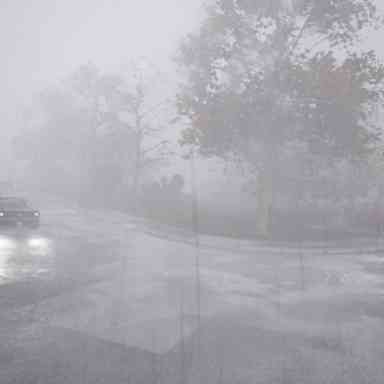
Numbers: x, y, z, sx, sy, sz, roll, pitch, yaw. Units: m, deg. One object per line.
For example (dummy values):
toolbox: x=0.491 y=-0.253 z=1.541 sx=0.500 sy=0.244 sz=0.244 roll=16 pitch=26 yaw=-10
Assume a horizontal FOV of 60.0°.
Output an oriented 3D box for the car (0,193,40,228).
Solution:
car: x=-9.191 y=0.987 z=16.965 sx=1.895 sy=1.301 sz=4.718 roll=3 pitch=1 yaw=-37

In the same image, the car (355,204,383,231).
car: x=15.388 y=1.922 z=25.016 sx=5.566 sy=2.045 sz=2.435 roll=0 pitch=-2 yaw=32

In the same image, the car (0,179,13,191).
car: x=-25.875 y=-1.005 z=45.595 sx=1.837 sy=1.490 sz=4.892 roll=3 pitch=2 yaw=-36

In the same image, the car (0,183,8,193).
car: x=-17.062 y=0.148 z=27.686 sx=2.033 sy=1.411 sz=5.357 roll=3 pitch=2 yaw=-36
